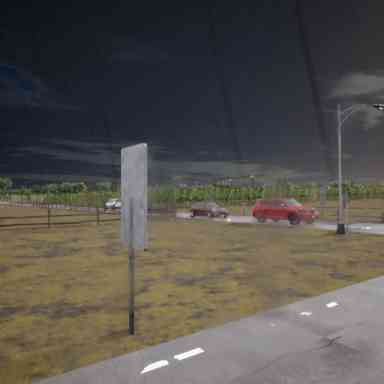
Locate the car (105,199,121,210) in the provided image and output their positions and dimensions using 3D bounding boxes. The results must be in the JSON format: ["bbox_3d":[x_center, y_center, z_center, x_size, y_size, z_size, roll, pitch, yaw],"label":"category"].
[{"bbox_3d":[-14.581,2.324,62.487,2.150,2.045,5.566,0,-1,-36],"label":"car"}]

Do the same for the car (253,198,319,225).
[{"bbox_3d":[7.416,1.516,26.968,2.150,2.045,5.566,0,-1,-36],"label":"car"}]

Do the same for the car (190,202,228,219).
[{"bbox_3d":[1.743,1.833,34.840,2.097,1.767,4.553,0,-1,-36],"label":"car"}]

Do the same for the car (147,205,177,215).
[{"bbox_3d":[-3.848,2.268,42.595,1.895,1.301,4.718,0,-1,-36],"label":"car"}]
